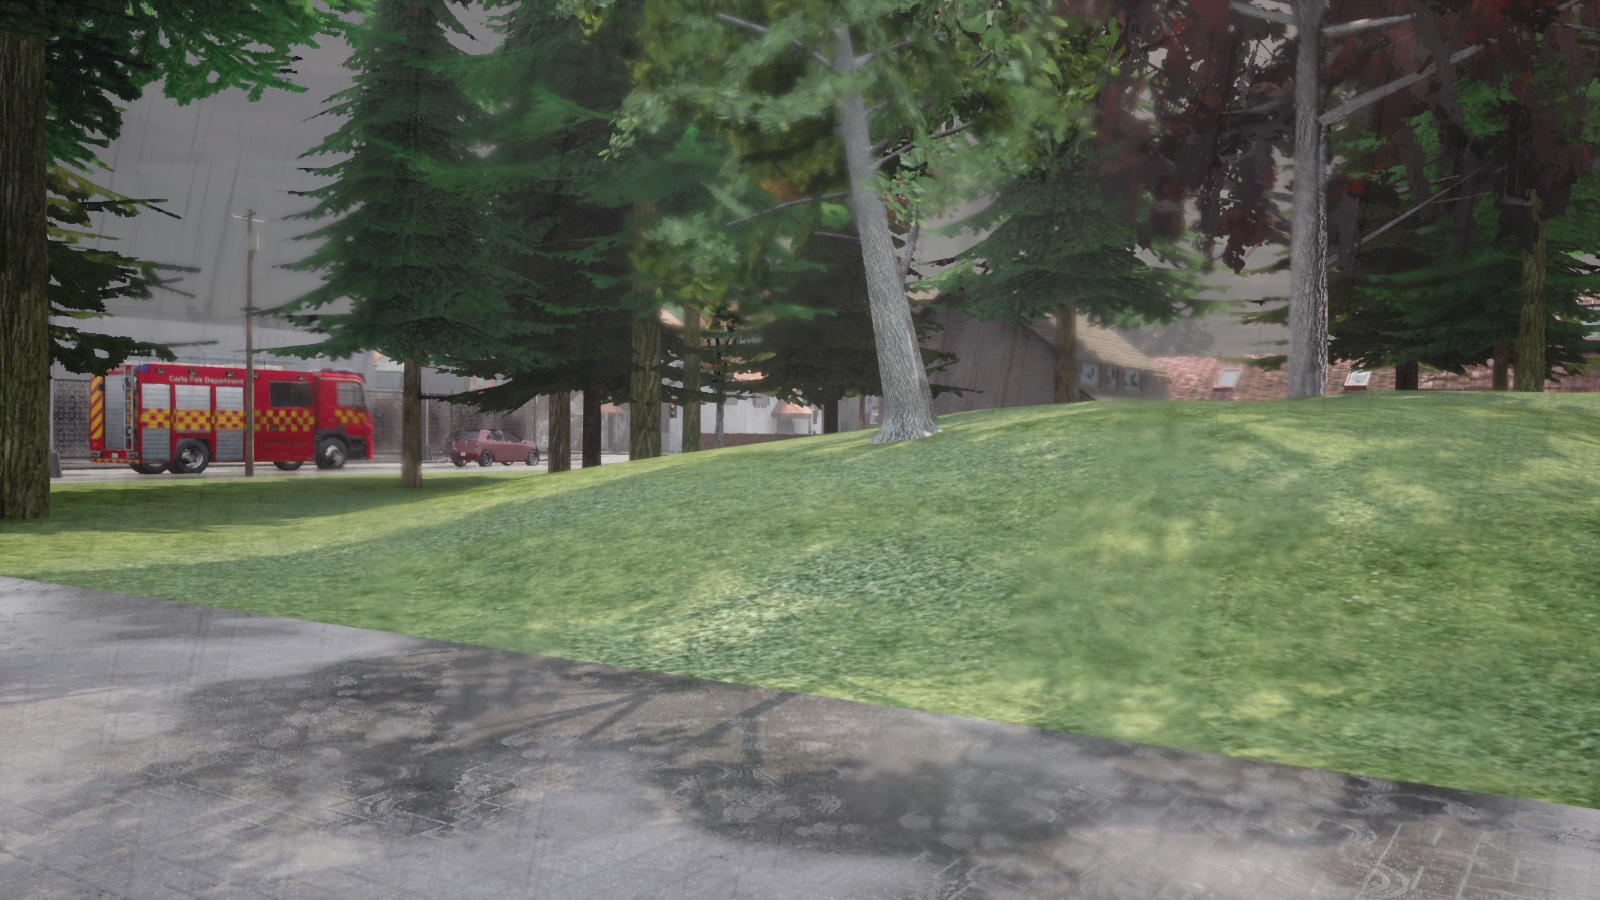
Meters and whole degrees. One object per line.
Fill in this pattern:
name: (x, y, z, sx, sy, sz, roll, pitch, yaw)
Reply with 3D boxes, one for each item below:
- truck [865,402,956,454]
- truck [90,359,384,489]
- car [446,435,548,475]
truck: (7.773, -1.513, 87.329, 2.891, 3.462, 7.936, 0, 1, 33)
truck: (-18.100, -0.831, 41.094, 2.891, 3.827, 8.468, 0, 1, 34)
car: (-12.067, 0.169, 50.173, 1.845, 1.501, 3.633, 0, 1, 33)
